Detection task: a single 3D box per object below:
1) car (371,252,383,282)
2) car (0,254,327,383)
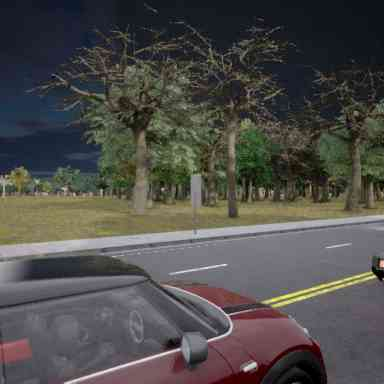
[{"bbox_3d":[6.382,1.603,7.978,4.718,1.301,1.895,0,0,-35],"label":"car"},{"bbox_3d":[-0.903,1.352,2.794,4.553,1.767,2.097,0,0,-35],"label":"car"}]
